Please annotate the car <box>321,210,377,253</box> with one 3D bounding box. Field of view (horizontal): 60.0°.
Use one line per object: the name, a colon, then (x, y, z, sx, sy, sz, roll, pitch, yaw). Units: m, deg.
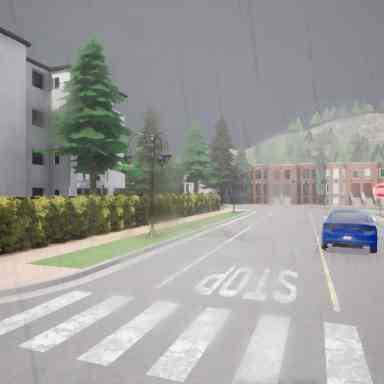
car: (6.587, 1.484, 13.961, 1.882, 1.535, 5.008, 0, 0, 26)
